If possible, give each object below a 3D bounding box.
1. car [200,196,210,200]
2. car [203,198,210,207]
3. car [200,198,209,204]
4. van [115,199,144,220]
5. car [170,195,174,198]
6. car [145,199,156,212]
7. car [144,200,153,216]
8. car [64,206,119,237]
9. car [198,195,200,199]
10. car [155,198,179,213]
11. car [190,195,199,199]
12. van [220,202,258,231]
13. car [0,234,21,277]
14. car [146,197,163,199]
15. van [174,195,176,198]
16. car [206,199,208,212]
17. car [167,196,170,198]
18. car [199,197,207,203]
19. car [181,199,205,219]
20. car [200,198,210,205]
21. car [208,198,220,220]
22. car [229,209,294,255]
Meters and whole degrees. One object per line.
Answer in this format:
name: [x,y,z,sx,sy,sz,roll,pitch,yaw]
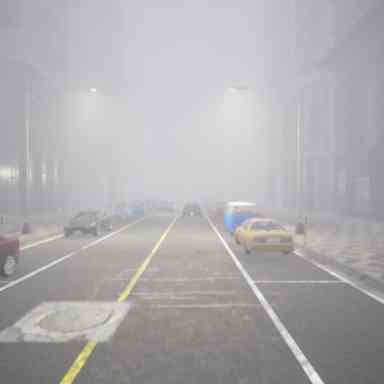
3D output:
car: [2.739,1.798,52.836,1.967,1.590,4.097,0,0,0]
car: [2.744,1.832,41.564,2.008,1.369,4.403,0,0,0]
car: [2.731,2.079,75.381,1.947,1.339,4.313,0,0,0]
van: [-5.777,1.546,30.278,1.690,1.788,3.998,0,0,0]
car: [-5.794,1.954,75.370,1.967,1.590,4.097,0,0,0]
car: [-5.781,1.848,41.550,1.947,1.339,4.313,0,0,0]
car: [-5.779,1.809,35.913,1.947,1.339,4.313,0,0,0]
car: [-5.772,1.694,19.003,1.947,1.339,4.313,0,0,0]
car: [2.735,1.750,64.111,2.192,1.841,5.009,0,0,0]
car: [-3.016,1.829,41.592,2.033,1.411,5.357,0,0,0]
car: [-0.018,1.870,60.948,1.801,1.575,5.366,0,0,0]
van: [2.752,1.468,19.020,1.690,1.788,3.998,0,0,0]
car: [-5.768,1.597,7.730,1.887,1.381,4.507,0,0,0]
car: [-5.784,1.635,47.188,2.192,1.841,5.009,0,0,0]
van: [-5.799,1.932,86.644,1.690,1.788,3.998,0,0,0]
car: [2.746,1.769,36.098,1.752,1.417,4.829,0,0,0]
car: [-5.790,1.876,64.097,1.967,1.590,4.097,0,0,0]
car: [2.726,2.030,86.653,1.967,1.590,4.097,0,0,0]
car: [0.032,1.730,32.147,1.837,1.490,4.892,0,-1,1]
car: [2.733,2.019,69.745,1.887,1.381,4.507,0,0,0]
car: [2.748,1.644,30.292,1.967,1.590,4.097,0,0,0]
car: [2.755,1.616,13.553,1.752,1.417,4.829,0,0,0]
